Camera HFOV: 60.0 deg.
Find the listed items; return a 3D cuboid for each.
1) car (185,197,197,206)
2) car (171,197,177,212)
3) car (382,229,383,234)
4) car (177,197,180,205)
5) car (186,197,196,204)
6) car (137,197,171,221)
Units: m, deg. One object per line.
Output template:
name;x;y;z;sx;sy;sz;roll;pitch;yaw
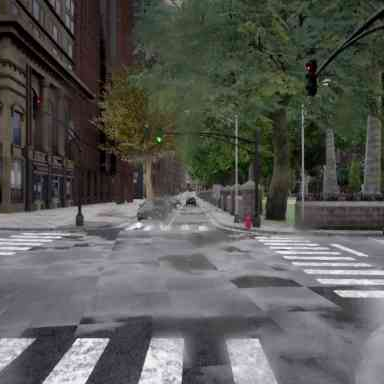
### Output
car;-0.148;1.623;58.108;1.837;1.490;4.892;0;0;0
car;-3.182;1.546;37.207;2.128;1.511;4.902;0;0;0
car;11.858;1.836;16.662;4.206;1.307;1.802;1;-1;0
car;-3.206;1.433;47.226;2.097;1.767;4.553;0;0;0
car;-0.173;1.725;68.143;1.994;1.385;4.181;0;0;0
car;-3.162;1.384;27.234;2.097;1.767;4.553;0;0;0
